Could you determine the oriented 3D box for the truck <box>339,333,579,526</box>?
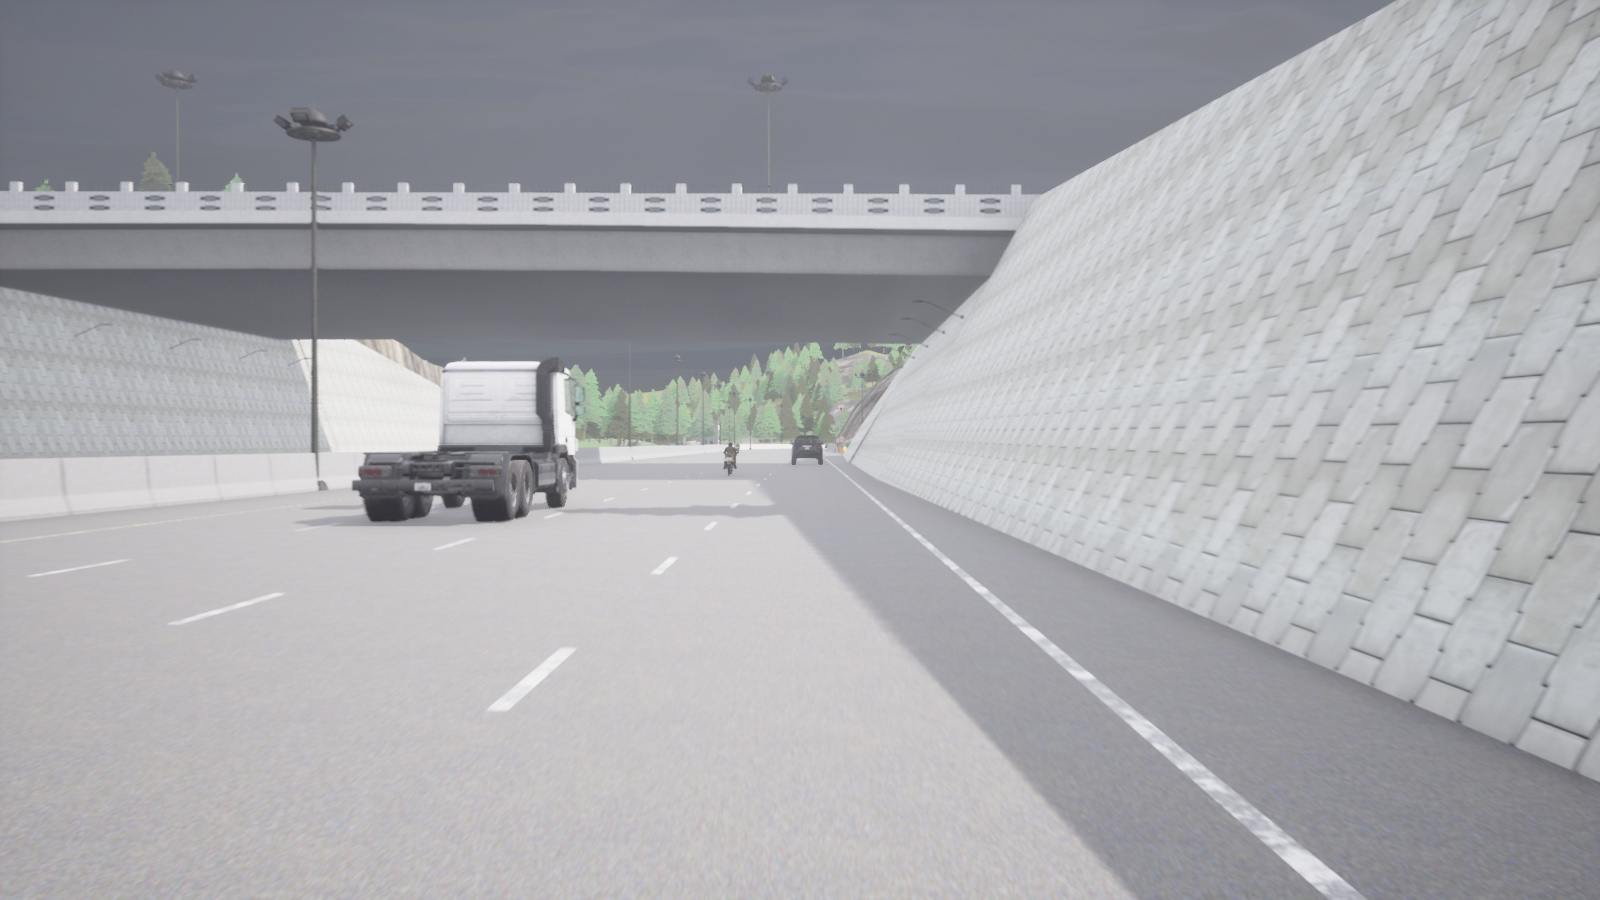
[{"bbox_3d":[-6.833,-0.389,26.576,2.891,3.462,7.936,0,0,0],"label":"truck"}]

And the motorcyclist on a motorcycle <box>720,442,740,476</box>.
[{"bbox_3d":[-3.161,0.409,56.917,0.797,1.523,2.044,0,0,0],"label":"motorcyclist on a motorcycle"}]

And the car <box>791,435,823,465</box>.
[{"bbox_3d":[0.497,-0.026,88.219,2.150,2.045,5.566,0,0,0],"label":"car"}]
